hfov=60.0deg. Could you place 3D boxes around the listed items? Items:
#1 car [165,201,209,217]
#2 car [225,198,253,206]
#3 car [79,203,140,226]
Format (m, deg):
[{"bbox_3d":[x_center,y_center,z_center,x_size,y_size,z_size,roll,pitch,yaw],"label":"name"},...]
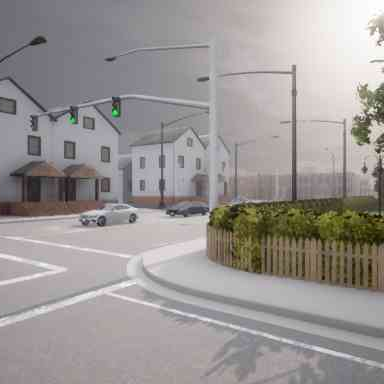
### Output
[{"bbox_3d":[-0.210,1.547,31.400,2.033,1.411,5.357,0,0,35],"label":"car"},{"bbox_3d":[5.668,1.491,39.888,2.128,1.511,4.902,0,0,35],"label":"car"},{"bbox_3d":[-5.699,1.526,23.451,1.812,1.442,4.674,0,0,35],"label":"car"}]
